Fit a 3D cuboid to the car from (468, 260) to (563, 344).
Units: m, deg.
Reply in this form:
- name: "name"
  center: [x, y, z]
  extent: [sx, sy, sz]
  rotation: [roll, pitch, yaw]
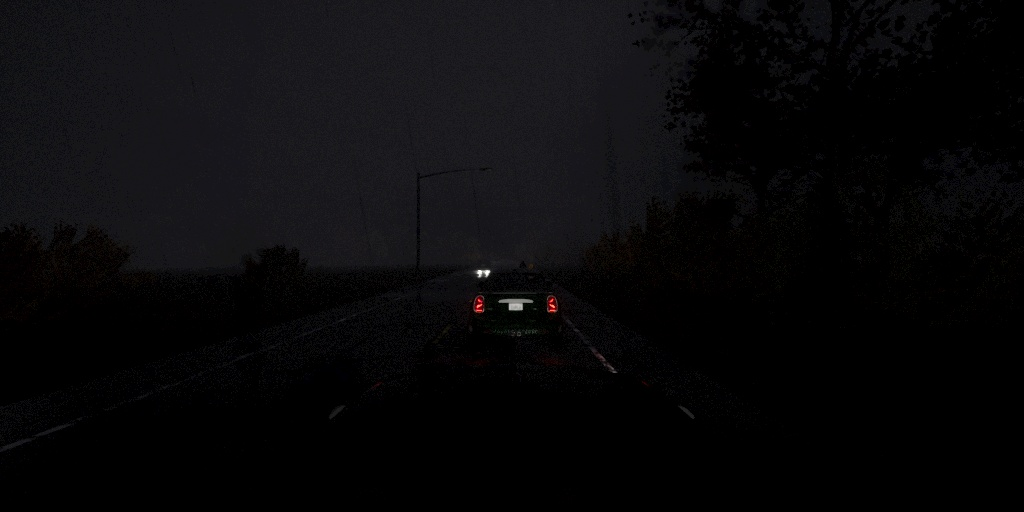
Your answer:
- name: "car"
  center: [0.072, 1.099, 9.763]
  extent: [2.097, 1.767, 4.553]
  rotation: [0, 0, 0]

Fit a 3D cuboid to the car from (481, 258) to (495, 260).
- name: "car"
  center: [-3.958, 1.225, 51.169]
  extent: [2.128, 1.511, 4.902]
  rotation: [0, 0, -1]

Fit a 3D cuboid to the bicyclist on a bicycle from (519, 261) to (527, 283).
- name: "bicyclist on a bicycle"
  center: [0.840, 1.192, 27.224]
  extent: [0.582, 1.620, 1.656]
  rotation: [0, 0, 0]

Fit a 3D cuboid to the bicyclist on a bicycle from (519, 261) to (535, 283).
- name: "bicyclist on a bicycle"
  center: [0.903, 1.180, 17.107]
  extent: [0.866, 1.612, 1.509]
  rotation: [0, 0, 0]
